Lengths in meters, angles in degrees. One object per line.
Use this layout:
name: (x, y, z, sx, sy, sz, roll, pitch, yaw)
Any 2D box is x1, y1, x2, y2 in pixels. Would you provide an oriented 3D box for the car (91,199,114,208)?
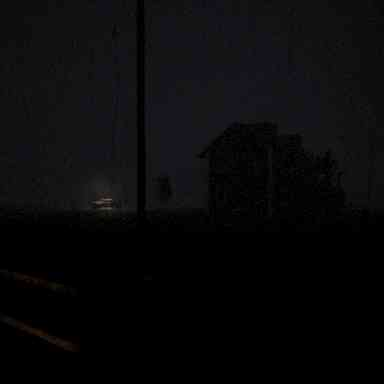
car: (-20.539, 2.674, 76.410, 2.150, 2.045, 5.566, -1, -2, 36)
